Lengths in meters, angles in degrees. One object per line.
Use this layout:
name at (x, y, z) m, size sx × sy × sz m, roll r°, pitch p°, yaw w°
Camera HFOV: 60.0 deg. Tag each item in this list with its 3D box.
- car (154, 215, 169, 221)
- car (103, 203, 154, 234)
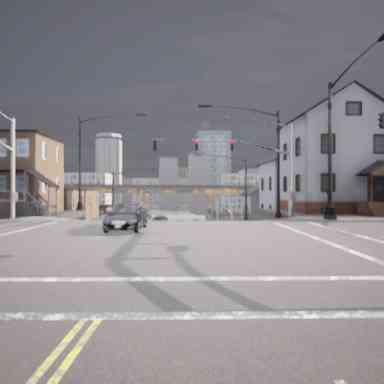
car at (-3.727, 3.364, 39.066) m, size 1.994 × 1.385 × 4.181 m, roll 0°, pitch -8°, yaw -1°
car at (-3.625, 1.413, 18.731) m, size 2.128 × 1.511 × 4.902 m, roll 0°, pitch 0°, yaw 0°
